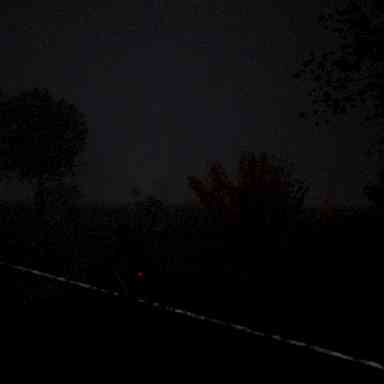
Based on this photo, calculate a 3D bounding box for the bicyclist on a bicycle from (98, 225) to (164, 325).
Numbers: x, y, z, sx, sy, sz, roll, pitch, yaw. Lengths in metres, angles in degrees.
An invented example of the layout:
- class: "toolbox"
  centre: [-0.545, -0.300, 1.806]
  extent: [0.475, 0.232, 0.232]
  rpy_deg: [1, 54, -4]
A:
- class: "bicyclist on a bicycle"
  centre: [-1.119, 1.417, 5.852]
  extent: [1.656, 1.620, 0.582]
  rpy_deg: [0, 0, 35]
